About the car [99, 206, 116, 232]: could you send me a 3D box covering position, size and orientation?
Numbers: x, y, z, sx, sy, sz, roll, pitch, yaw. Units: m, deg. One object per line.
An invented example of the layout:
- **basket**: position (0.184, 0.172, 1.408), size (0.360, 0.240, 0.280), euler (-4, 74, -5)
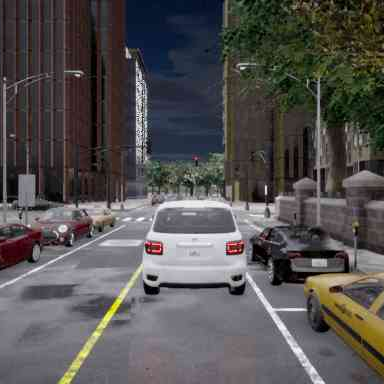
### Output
- **car**: position (-5.783, 1.527, 19.995), size (1.752, 1.417, 4.829), euler (0, 0, 0)

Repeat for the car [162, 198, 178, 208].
- **car**: position (-3.140, 1.574, 48.137), size (1.994, 1.385, 4.181), euler (0, 0, 0)

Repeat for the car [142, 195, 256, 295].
- **car**: position (0.058, 1.222, 8.851), size (2.150, 2.045, 5.566), euler (0, 0, 0)

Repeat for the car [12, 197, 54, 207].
- **car**: position (-14.440, 1.254, 31.763), size (4.892, 1.490, 1.837), euler (1, 0, -3)

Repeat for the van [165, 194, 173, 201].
- **van**: position (-5.842, 1.372, 84.761), size (1.690, 1.788, 3.998), euler (0, 0, 0)

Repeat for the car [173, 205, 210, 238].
- **car**: position (0.006, 1.527, 18.496), size (1.812, 1.442, 4.674), euler (0, 0, 0)

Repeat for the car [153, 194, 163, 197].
- **car**: position (-5.817, 1.329, 57.573), size (2.192, 1.841, 5.009), euler (0, 0, 0)

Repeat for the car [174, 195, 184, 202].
- **car**: position (-3.073, 1.558, 78.596), size (2.033, 1.411, 5.357), euler (0, 0, 0)

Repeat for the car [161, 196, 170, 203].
- **car**: position (-5.832, 1.548, 73.716), size (1.752, 1.417, 4.829), euler (0, 0, 0)

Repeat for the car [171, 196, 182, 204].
- **car**: position (-3.084, 1.583, 67.007), size (1.994, 1.385, 4.181), euler (0, 0, 1)

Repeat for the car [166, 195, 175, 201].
- **car**: position (-5.847, 1.585, 90.199), size (2.008, 1.369, 4.403), euler (0, 0, 0)

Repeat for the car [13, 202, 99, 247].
- **car**: position (-5.778, 1.441, 14.709), size (1.967, 1.590, 4.097), euler (0, 0, 0)

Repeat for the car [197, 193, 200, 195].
- **car**: position (2.689, 1.572, 79.331), size (1.887, 1.381, 4.507), euler (0, 0, 0)

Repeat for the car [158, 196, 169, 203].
- **car**: position (-5.827, 1.602, 68.448), size (1.802, 1.307, 4.206), euler (0, 0, 0)

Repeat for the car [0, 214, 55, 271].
- **car**: position (-5.773, 1.545, 9.252), size (1.887, 1.381, 4.507), euler (0, 0, 0)

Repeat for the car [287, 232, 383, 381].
- **car**: position (2.757, 1.525, 3.975), size (1.752, 1.417, 4.829), euler (0, 0, 0)

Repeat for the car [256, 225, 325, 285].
- **car**: position (2.752, 1.566, 9.261), size (1.947, 1.339, 4.313), euler (0, 0, 0)
